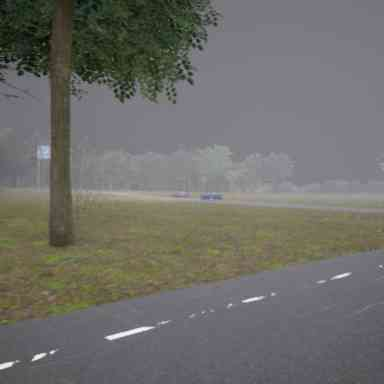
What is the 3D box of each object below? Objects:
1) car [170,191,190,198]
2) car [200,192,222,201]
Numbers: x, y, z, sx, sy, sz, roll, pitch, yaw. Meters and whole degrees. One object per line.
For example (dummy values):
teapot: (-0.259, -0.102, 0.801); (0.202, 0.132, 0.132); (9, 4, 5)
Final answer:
car: (-2.536, 0.533, 70.186); (2.033, 1.411, 5.357); (2, 0, -35)
car: (3.487, 0.800, 61.688); (1.882, 1.535, 5.008); (2, 0, -35)
